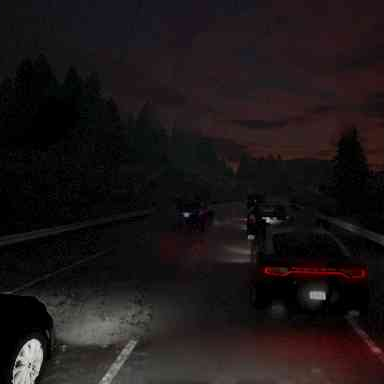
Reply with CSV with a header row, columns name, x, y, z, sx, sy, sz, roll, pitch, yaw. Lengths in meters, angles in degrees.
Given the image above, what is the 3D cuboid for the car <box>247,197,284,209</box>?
name,x,y,z,sx,sy,sz,roll,pitch,yaw
car,3.934,1.347,17.339,2.097,1.767,4.553,0,0,10

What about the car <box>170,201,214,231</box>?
name,x,y,z,sx,sy,sz,roll,pitch,yaw
car,0.100,1.347,20.790,2.097,1.767,4.553,0,0,11

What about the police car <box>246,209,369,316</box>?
name,x,y,z,sx,sy,sz,roll,pitch,yaw
police car,2.360,1.424,7.792,1.930,1.638,5.238,0,0,9

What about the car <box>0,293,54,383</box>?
name,x,y,z,sx,sy,sz,roll,pitch,yaw
car,-2.861,1.505,2.276,1.837,1.490,4.892,0,0,7

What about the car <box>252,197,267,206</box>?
name,x,y,z,sx,sy,sz,roll,pitch,yaw
car,11.181,1.535,54.971,2.033,1.411,5.357,0,0,15

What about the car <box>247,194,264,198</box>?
name,x,y,z,sx,sy,sz,roll,pitch,yaw
car,8.276,1.212,42.679,2.150,2.045,5.566,0,0,14

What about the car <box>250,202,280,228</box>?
name,x,y,z,sx,sy,sz,roll,pitch,yaw
car,5.034,1.521,23.155,1.812,1.442,4.674,0,0,11
